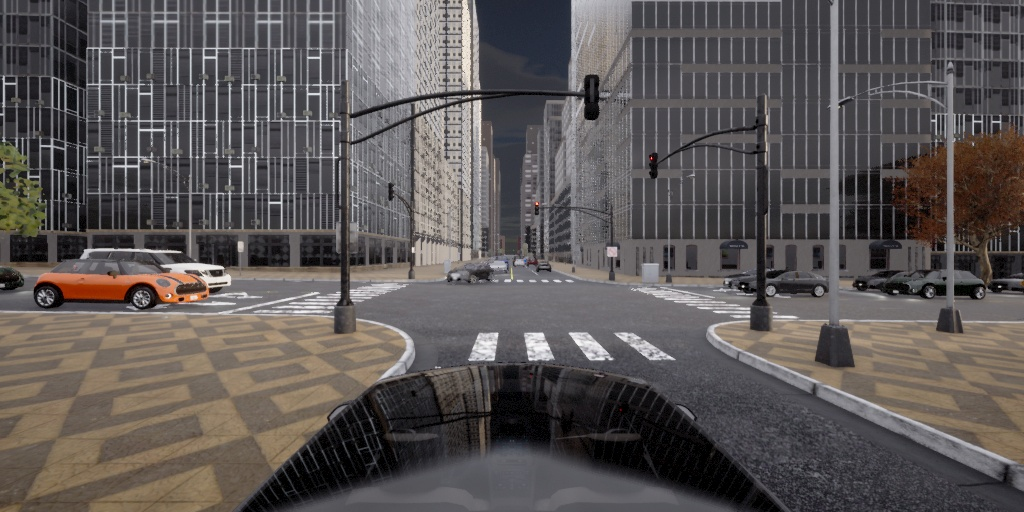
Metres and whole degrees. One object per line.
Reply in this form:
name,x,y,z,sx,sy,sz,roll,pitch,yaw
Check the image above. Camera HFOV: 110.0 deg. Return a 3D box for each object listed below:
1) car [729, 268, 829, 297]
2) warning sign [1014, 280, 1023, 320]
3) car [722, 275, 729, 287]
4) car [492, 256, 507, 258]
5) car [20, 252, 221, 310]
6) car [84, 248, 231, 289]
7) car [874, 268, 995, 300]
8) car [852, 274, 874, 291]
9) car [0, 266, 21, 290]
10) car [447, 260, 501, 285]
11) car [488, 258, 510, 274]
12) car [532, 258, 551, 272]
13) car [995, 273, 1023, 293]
car,15.808,1.564,20.930,4.892,1.490,1.837,1,0,-4
warning sign,17.279,1.204,11.527,1.060,1.860,1.300,0,0,-3
car,16.897,1.569,24.223,4.902,1.511,2.128,1,0,-3
car,-1.546,0.980,55.153,2.150,2.045,5.566,0,0,0
car,-13.727,0.876,12.856,4.553,1.767,2.097,1,0,-3
car,-15.928,0.704,16.009,5.566,2.045,2.150,1,0,-3
car,24.979,1.576,21.337,4.553,1.767,2.097,1,0,-3
car,26.281,1.751,24.651,4.892,1.490,1.837,1,0,-3
car,-24.623,0.675,15.615,4.553,1.767,2.097,1,0,-3
car,-2.980,1.261,26.970,2.128,1.511,4.902,1,0,23
car,-1.499,1.290,41.406,1.812,1.442,4.674,0,0,0
car,3.949,1.329,45.336,1.948,1.339,4.313,0,0,0
car,36.439,1.933,25.108,4.892,1.490,1.837,1,0,-2
